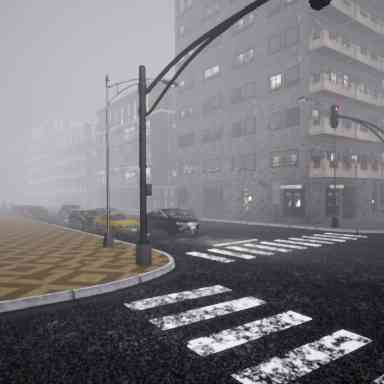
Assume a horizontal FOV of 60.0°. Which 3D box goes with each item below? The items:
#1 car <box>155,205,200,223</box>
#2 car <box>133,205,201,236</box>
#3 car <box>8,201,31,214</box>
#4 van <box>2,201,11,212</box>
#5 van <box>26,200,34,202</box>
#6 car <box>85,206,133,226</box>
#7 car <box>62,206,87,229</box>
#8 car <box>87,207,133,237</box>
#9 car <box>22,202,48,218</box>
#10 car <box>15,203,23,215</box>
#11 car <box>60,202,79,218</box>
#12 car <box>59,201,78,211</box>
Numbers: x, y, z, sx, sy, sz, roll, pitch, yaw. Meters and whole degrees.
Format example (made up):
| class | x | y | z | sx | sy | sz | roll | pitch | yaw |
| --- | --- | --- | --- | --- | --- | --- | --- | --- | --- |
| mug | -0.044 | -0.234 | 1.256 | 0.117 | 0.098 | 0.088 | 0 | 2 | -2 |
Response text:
| class | x | y | z | sx | sy | sz | roll | pitch | yaw |
| --- | --- | --- | --- | --- | --- | --- | --- | --- | --- |
| car | -1.424 | 1.915 | 30.461 | 2.008 | 1.369 | 4.403 | -2 | 0 | -36 |
| car | -1.397 | 1.775 | 20.663 | 2.128 | 1.511 | 4.902 | -1 | -1 | -36 |
| car | -24.915 | 2.449 | 48.278 | 1.887 | 1.381 | 4.507 | -2 | 0 | -36 |
| van | -31.618 | 2.433 | 57.390 | 1.690 | 1.788 | 3.998 | -2 | 0 | -36 |
| van | -41.607 | 2.831 | 85.133 | 1.690 | 1.788 | 3.998 | -2 | 0 | -36 |
| car | -7.255 | 1.994 | 28.635 | 2.033 | 1.411 | 5.357 | -1 | -1 | -37 |
| car | -8.175 | 2.002 | 25.498 | 1.947 | 1.339 | 4.313 | -2 | 0 | -36 |
| car | -4.728 | 1.865 | 20.805 | 1.752 | 1.417 | 4.829 | -2 | 0 | -36 |
| car | -18.219 | 2.262 | 39.166 | 1.887 | 1.381 | 4.507 | -2 | 0 | -36 |
| car | -21.566 | 2.392 | 43.722 | 1.802 | 1.307 | 4.206 | -2 | 0 | -36 |
| car | -13.212 | 2.118 | 36.763 | 1.837 | 1.490 | 4.892 | -1 | 0 | -36 |
| car | -21.515 | 2.366 | 57.797 | 1.967 | 1.590 | 4.097 | -2 | 0 | -36 |
